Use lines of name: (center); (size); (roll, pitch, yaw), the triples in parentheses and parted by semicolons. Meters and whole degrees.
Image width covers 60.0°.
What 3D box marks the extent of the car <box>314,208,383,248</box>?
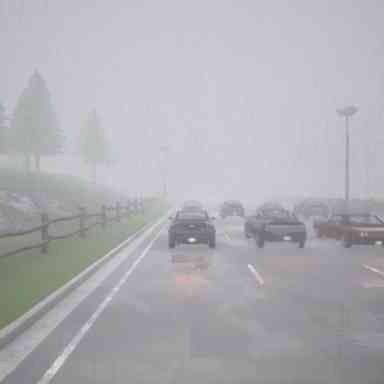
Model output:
car: (7.000, 1.614, 14.680); (1.895, 1.301, 4.718); (0, 0, 0)

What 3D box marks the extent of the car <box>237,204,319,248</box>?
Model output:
car: (3.500, 1.492, 14.650); (2.128, 1.511, 4.902); (0, 0, 0)

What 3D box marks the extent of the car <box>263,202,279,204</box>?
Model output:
car: (7.000, 1.570, 29.650); (1.994, 1.385, 4.181); (0, 0, 0)

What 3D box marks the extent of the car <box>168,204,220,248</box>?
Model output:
car: (0.000, 1.514, 14.650); (1.837, 1.490, 4.892); (0, 0, 0)

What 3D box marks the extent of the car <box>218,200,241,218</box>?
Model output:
car: (3.500, 1.514, 29.650); (1.837, 1.490, 4.892); (0, 0, 0)

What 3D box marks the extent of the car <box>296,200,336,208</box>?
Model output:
car: (10.500, 1.493, 29.650); (2.128, 1.511, 4.902); (0, 0, 0)

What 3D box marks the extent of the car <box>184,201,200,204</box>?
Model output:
car: (0.000, 1.530, 29.650); (1.812, 1.442, 4.674); (0, 0, 0)

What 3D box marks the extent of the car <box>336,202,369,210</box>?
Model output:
car: (14.000, 1.570, 29.650); (1.994, 1.385, 4.181); (0, 0, 0)
